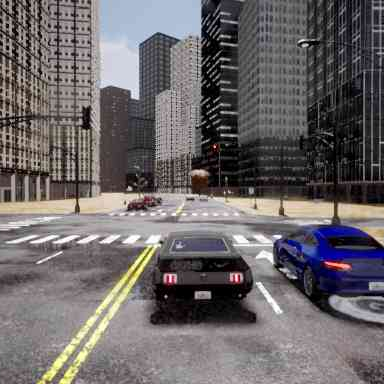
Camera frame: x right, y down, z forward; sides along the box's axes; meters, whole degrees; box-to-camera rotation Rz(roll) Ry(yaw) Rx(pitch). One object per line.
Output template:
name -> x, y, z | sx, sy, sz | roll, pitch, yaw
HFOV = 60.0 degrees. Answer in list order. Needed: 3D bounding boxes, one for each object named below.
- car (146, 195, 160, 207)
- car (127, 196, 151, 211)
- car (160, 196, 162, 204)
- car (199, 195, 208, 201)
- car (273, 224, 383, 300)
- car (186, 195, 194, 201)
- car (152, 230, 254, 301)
car -> -6.551, 1.298, 50.611 | 2.097, 1.767, 4.553 | 0, 0, 0
car -> -6.561, 1.529, 40.362 | 1.994, 1.385, 4.181 | 0, 0, 0
car -> -6.540, 1.415, 60.902 | 2.128, 1.511, 4.902 | 0, 0, 0
car -> 2.772, 1.395, 80.574 | 1.812, 1.442, 4.674 | 0, 0, -4
car -> 3.349, 1.522, 8.272 | 1.812, 1.442, 4.674 | 0, 0, 1
car -> -0.477, 1.467, 80.459 | 1.895, 1.301, 4.718 | 0, 0, -4
car -> 0.106, 1.598, 8.302 | 1.895, 1.301, 4.718 | 0, 0, -3
